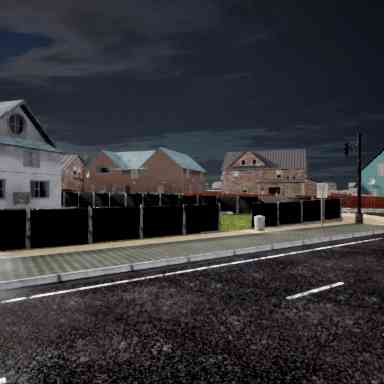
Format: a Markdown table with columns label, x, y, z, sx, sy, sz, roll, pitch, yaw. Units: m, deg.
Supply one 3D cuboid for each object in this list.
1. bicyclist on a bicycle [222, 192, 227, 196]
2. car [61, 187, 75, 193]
| label | x | y | z | sx | sy | sz | roll | pitch | yaw |
| --- | --- | --- | --- | --- | --- | --- | --- | --- | --- |
| bicyclist on a bicycle | 3.783 | 0.794 | 38.689 | 0.582 | 1.620 | 1.656 | 1 | 1 | 19 |
| car | -15.217 | 0.465 | 39.053 | 5.566 | 2.045 | 2.150 | 1 | 0 | 20 |
